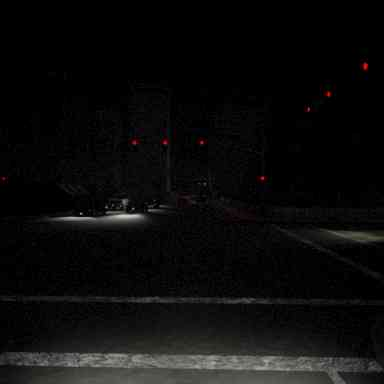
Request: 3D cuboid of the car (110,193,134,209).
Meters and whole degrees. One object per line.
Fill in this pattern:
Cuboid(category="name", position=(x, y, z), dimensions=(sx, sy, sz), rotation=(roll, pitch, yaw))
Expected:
Cuboid(category="car", position=(-9.454, 1.221, 42.662), dimensions=(2.150, 2.045, 5.566), rotation=(0, 0, 1))

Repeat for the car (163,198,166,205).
Cuboid(category="car", position=(-5.590, 1.547, 57.108), dimensions=(2.033, 1.411, 5.357), rotation=(0, 0, 2))

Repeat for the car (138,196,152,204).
Cuboid(category="car", position=(-8.908, 1.526, 63.384), dimensions=(1.812, 1.442, 4.674), rotation=(0, 0, 2))

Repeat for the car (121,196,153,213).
Cuboid(category="car", position=(-6.086, 1.491, 37.181), dimensions=(2.128, 1.511, 4.902), rotation=(0, 0, 1))

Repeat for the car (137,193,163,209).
Cuboid(category="car", position=(-5.853, 1.221, 46.752), dimensions=(2.150, 2.045, 5.566), rotation=(0, 0, 1))

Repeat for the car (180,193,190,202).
Cuboid(category="car", position=(-1.584, 1.182, 74.582), dimensions=(2.097, 1.767, 4.553), rotation=(0, 0, 1))

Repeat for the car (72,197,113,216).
Cuboid(category="car", position=(-9.769, 1.547, 32.482), dimensions=(2.033, 1.411, 5.357), rotation=(0, 0, 4))

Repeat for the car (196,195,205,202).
Cuboid(category="car", position=(1.915, 1.352, 74.527), dimensions=(2.128, 1.511, 4.902), rotation=(0, 0, 1))

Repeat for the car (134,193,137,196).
Cuboid(category="car", position=(-9.195, 1.221, 53.026), dimensions=(2.150, 2.045, 5.566), rotation=(0, 0, 1))

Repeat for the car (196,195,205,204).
Cuboid(category="car", position=(1.694, 1.505, 65.310), dimensions=(1.837, 1.490, 4.892), rotation=(0, 0, 1))

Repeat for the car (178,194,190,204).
Cuboid(category="car", position=(-1.790, 1.564, 66.021), dimensions=(1.994, 1.385, 4.181), rotation=(0, 0, 1))
